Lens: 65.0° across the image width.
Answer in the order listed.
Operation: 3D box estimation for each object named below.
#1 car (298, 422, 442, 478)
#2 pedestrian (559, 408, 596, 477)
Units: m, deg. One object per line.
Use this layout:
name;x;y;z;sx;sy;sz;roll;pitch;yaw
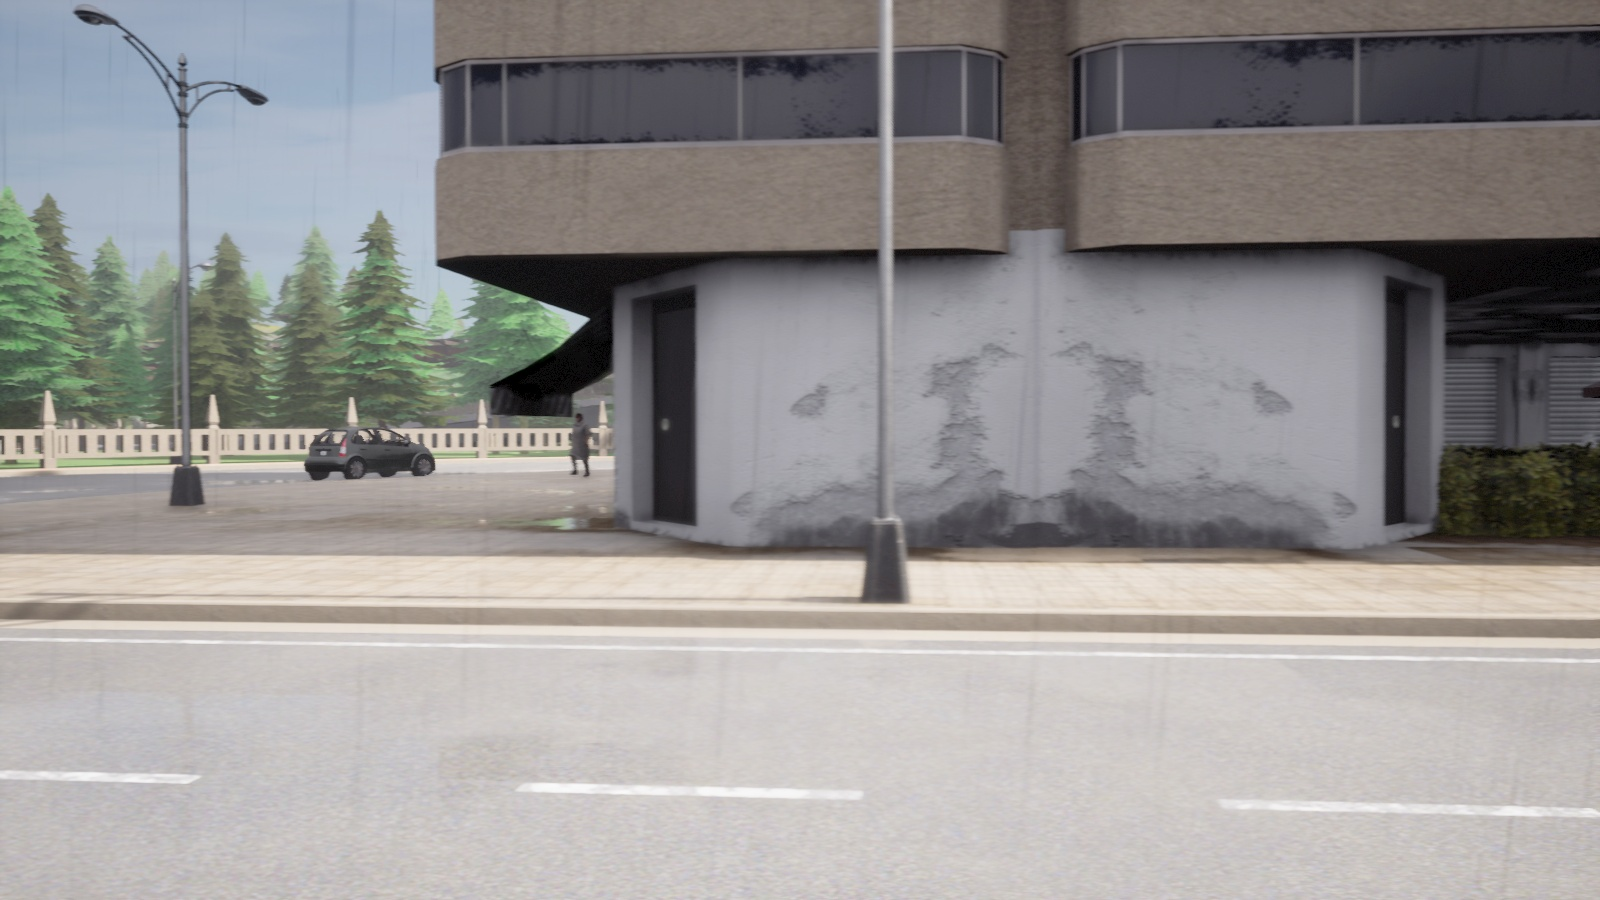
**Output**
car;-13.073;-0.046;38.400;1.851;1.617;3.988;1;1;28
pedestrian;-6.347;-0.213;35.841;0.659;1.952;0.873;1;1;28
